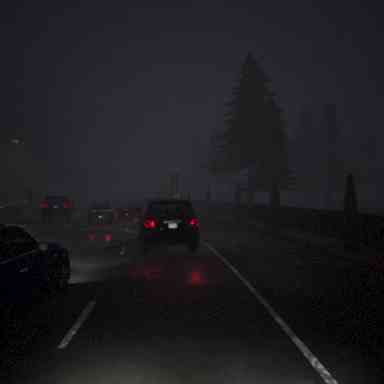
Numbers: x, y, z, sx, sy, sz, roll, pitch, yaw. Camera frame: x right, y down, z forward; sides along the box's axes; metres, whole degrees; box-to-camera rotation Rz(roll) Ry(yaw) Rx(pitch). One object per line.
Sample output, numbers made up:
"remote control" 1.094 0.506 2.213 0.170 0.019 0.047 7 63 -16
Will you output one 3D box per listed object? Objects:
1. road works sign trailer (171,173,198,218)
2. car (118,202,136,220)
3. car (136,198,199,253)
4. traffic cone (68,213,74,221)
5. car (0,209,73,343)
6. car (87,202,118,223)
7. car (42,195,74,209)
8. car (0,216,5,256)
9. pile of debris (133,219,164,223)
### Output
"road works sign trailer" -0.954 0.528 23.285 2.880 3.560 2.380 0 0 -12
"car" -5.110 1.601 28.690 1.882 1.535 5.008 0 0 0
"car" -1.148 1.263 14.172 2.150 2.045 5.566 0 0 -10
"traffic cone" -9.404 1.951 26.033 0.340 0.580 0.340 26 -12 -19
"car" -3.822 1.369 6.004 2.097 1.767 4.553 0 0 -4
"car" -7.163 1.563 26.053 2.128 1.511 4.902 0 0 -15
"car" -11.518 1.302 28.733 2.150 2.045 5.566 0 0 -16
"car" -7.707 1.593 10.190 1.994 1.385 4.181 0 0 -6
"pile of debris" -3.385 2.237 25.849 1.860 0.140 1.500 0 0 -34
